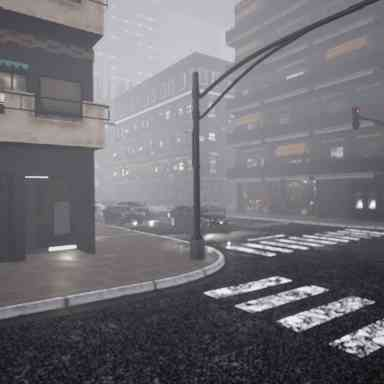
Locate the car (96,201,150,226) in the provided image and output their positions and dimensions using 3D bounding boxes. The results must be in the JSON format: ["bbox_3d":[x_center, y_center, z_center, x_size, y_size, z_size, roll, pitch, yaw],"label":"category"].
[{"bbox_3d":[-5.181,1.639,24.527,1.947,1.339,4.313,-1,1,-36],"label":"car"}]

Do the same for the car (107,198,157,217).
[{"bbox_3d":[-5.300,1.549,28.887,1.837,1.490,4.892,-1,0,-36],"label":"car"}]

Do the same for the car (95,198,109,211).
[{"bbox_3d":[-11.347,1.576,37.244,1.812,1.442,4.674,-1,0,-36],"label":"car"}]

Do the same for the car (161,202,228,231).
[{"bbox_3d":[0.268,1.543,21.209,1.837,1.490,4.892,-1,0,-36],"label":"car"}]

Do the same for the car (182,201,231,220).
[{"bbox_3d":[1.198,1.525,29.152,2.008,1.369,4.403,-1,1,-36],"label":"car"}]

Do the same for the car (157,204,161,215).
[{"bbox_3d":[-4.584,1.610,32.911,1.895,1.301,4.718,-1,0,-36],"label":"car"}]
